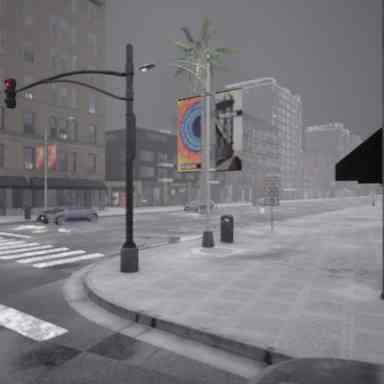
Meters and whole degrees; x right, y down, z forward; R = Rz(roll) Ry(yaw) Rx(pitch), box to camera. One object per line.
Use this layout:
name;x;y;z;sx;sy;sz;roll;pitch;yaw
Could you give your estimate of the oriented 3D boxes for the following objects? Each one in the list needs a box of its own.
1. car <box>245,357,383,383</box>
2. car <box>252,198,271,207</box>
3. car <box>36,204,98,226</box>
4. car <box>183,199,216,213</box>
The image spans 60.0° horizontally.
car;2.093;1.550;1.356;4.403;1.369;2.008;0;0;35
car;11.203;1.659;52.191;1.812;1.442;4.674;0;0;35
car;-8.855;1.586;23.887;1.994;1.385;4.181;0;0;35
car;0.938;1.557;37.780;1.837;1.490;4.892;0;0;35
